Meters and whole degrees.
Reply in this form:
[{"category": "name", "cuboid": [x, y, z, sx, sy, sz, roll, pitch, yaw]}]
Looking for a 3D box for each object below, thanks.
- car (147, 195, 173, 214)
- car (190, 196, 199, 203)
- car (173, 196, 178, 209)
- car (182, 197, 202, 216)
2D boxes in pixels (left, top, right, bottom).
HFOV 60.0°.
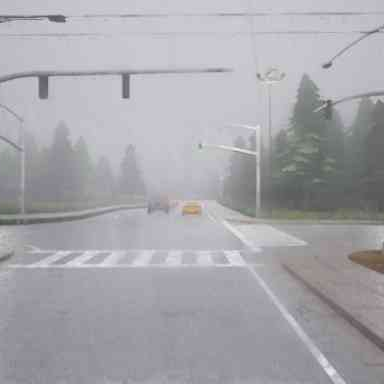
[{"category": "car", "cuboid": [-3.619, 1.335, 36.887, 2.150, 2.045, 5.566, 0, 0, -1]}, {"category": "car", "cuboid": [0.655, 1.646, 74.359, 1.837, 1.490, 4.892, 0, 0, 2]}, {"category": "car", "cuboid": [-3.569, 1.493, 47.180, 2.097, 1.767, 4.553, 0, 0, 0]}, {"category": "car", "cuboid": [-0.005, 1.573, 33.406, 1.882, 1.535, 5.008, 0, 0, 0]}]
